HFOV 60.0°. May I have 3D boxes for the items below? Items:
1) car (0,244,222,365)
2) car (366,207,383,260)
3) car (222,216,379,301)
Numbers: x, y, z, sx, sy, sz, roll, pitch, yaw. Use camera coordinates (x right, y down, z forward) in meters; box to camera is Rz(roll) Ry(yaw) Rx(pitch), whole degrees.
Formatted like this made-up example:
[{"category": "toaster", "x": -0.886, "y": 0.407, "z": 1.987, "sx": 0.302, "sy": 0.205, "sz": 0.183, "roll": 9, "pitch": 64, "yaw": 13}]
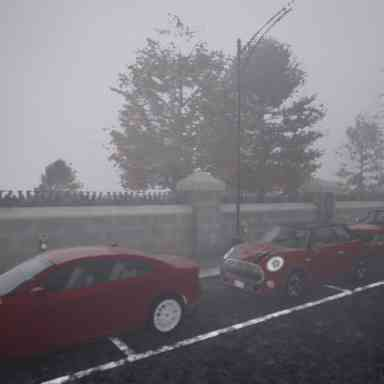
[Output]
[{"category": "car", "x": -1.915, "y": 1.559, "z": 5.191, "sx": 4.507, "sy": 1.381, "sz": 1.887, "roll": 1, "pitch": 0, "yaw": -35}, {"category": "car", "x": 7.255, "y": 1.449, "z": 11.728, "sx": 5.009, "sy": 1.841, "sz": 2.192, "roll": 1, "pitch": 0, "yaw": -35}, {"category": "car", "x": 2.669, "y": 1.514, "z": 8.458, "sx": 4.097, "sy": 1.590, "sz": 1.967, "roll": 1, "pitch": 0, "yaw": -35}]
